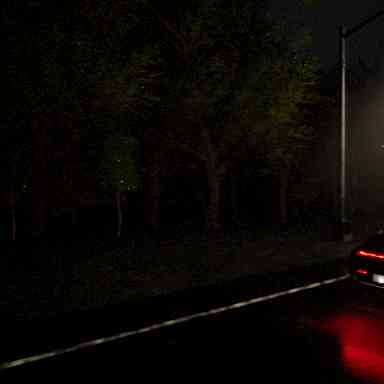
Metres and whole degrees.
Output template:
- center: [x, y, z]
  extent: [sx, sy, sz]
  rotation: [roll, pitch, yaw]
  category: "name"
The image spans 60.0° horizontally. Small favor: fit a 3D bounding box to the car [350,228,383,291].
- center: [5.696, 1.550, 7.927]
  extent: [4.892, 1.490, 1.837]
  rotation: [3, -1, -35]
  category: "car"
